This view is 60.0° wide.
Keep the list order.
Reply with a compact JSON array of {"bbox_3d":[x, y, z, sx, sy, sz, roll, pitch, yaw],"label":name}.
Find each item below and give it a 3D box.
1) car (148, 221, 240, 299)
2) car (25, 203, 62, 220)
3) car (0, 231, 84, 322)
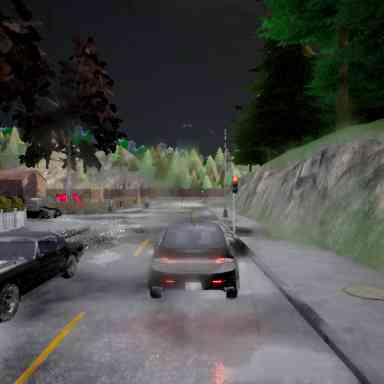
[{"bbox_3d":[0.052,1.492,8.464,2.128,1.511,4.902,0,0,1],"label":"car"},{"bbox_3d":[-12.916,1.564,27.185,4.181,1.385,1.994,0,0,1],"label":"car"},{"bbox_3d":[-4.051,1.601,7.337,1.895,1.301,4.718,0,0,1],"label":"car"}]
